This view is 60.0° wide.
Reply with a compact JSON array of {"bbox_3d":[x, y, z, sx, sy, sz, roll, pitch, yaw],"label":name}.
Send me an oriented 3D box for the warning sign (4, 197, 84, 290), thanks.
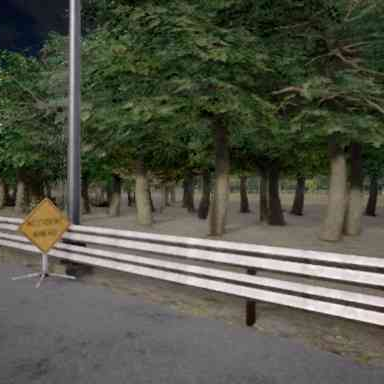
[{"bbox_3d":[-3.352,1.062,7.602,1.060,1.860,1.300,1,0,36],"label":"warning sign"}]
